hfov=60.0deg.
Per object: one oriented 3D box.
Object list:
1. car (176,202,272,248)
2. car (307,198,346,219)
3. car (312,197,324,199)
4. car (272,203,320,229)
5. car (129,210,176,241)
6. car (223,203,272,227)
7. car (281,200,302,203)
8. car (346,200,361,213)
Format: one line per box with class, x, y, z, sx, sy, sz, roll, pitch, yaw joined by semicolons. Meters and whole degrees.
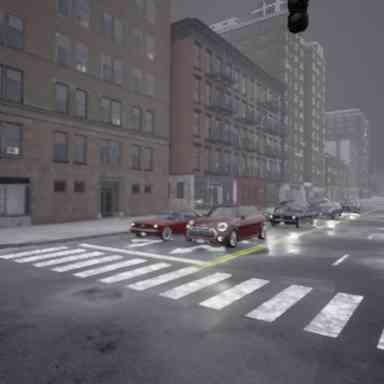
car;1.628;1.359;15.005;2.097;1.767;4.553;0;0;35
car;12.088;1.568;29.744;1.812;1.442;4.674;0;0;35
car;14.855;1.410;39.219;2.097;1.767;4.553;0;0;36
car;6.826;1.624;22.332;1.895;1.301;4.718;0;0;36
car;-0.969;1.602;16.962;1.895;1.301;4.718;0;0;35
car;4.093;1.581;24.127;1.994;1.385;4.181;0;0;34
car;9.211;1.540;31.303;1.837;1.490;4.892;0;0;35
car;17.861;1.629;37.823;1.994;1.385;4.181;0;0;36
